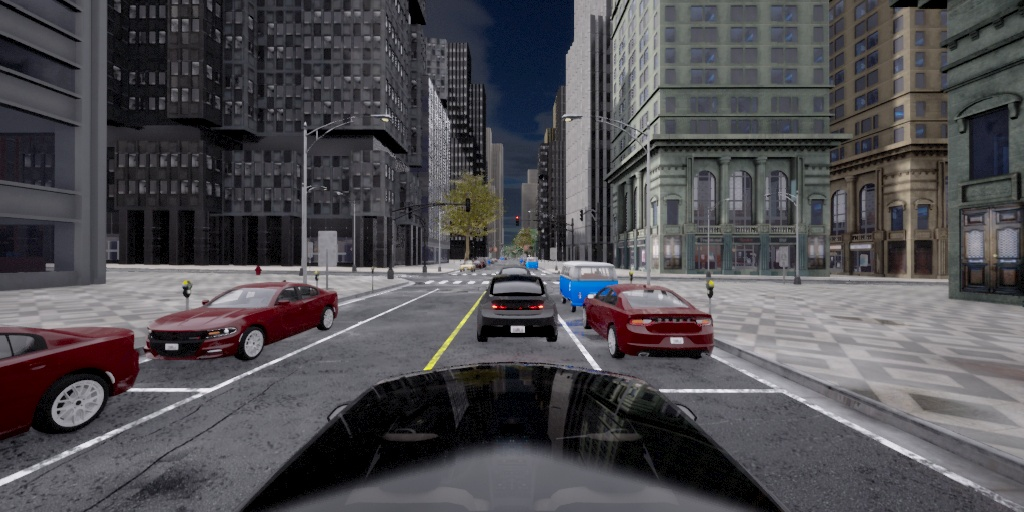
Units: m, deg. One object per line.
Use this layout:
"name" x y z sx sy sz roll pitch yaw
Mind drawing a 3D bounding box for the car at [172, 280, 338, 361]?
"car" -5.765 1.296 8.324 1.888 1.381 4.507 0 0 0

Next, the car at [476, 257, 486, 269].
"car" -5.637 1.325 56.997 1.888 1.381 4.507 0 0 0

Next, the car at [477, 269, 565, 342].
"car" 0.119 1.256 9.762 1.837 1.490 4.892 0 0 0

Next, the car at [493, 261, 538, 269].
"car" 0.135 1.231 18.939 1.882 1.535 5.008 0 0 0

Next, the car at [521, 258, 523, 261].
"car" 2.888 1.346 57.208 1.948 1.339 4.313 0 0 0

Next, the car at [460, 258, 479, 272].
"car" -5.668 1.296 46.247 1.751 1.417 4.829 0 0 0

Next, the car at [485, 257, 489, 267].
"car" -5.625 1.100 62.286 2.192 1.841 5.009 0 0 0

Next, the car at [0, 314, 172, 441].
"car" -5.776 1.295 2.799 1.888 1.381 4.507 0 0 0

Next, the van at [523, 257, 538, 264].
"van" 2.876 1.115 51.795 1.690 1.789 3.998 0 0 0

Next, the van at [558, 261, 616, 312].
"van" 2.804 1.093 13.811 1.690 1.789 3.998 0 0 0

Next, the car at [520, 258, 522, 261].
"car" 2.901 1.331 62.621 1.888 1.381 4.507 0 0 0

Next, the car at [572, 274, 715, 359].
"car" 2.790 1.296 8.286 1.888 1.381 4.507 0 0 0
